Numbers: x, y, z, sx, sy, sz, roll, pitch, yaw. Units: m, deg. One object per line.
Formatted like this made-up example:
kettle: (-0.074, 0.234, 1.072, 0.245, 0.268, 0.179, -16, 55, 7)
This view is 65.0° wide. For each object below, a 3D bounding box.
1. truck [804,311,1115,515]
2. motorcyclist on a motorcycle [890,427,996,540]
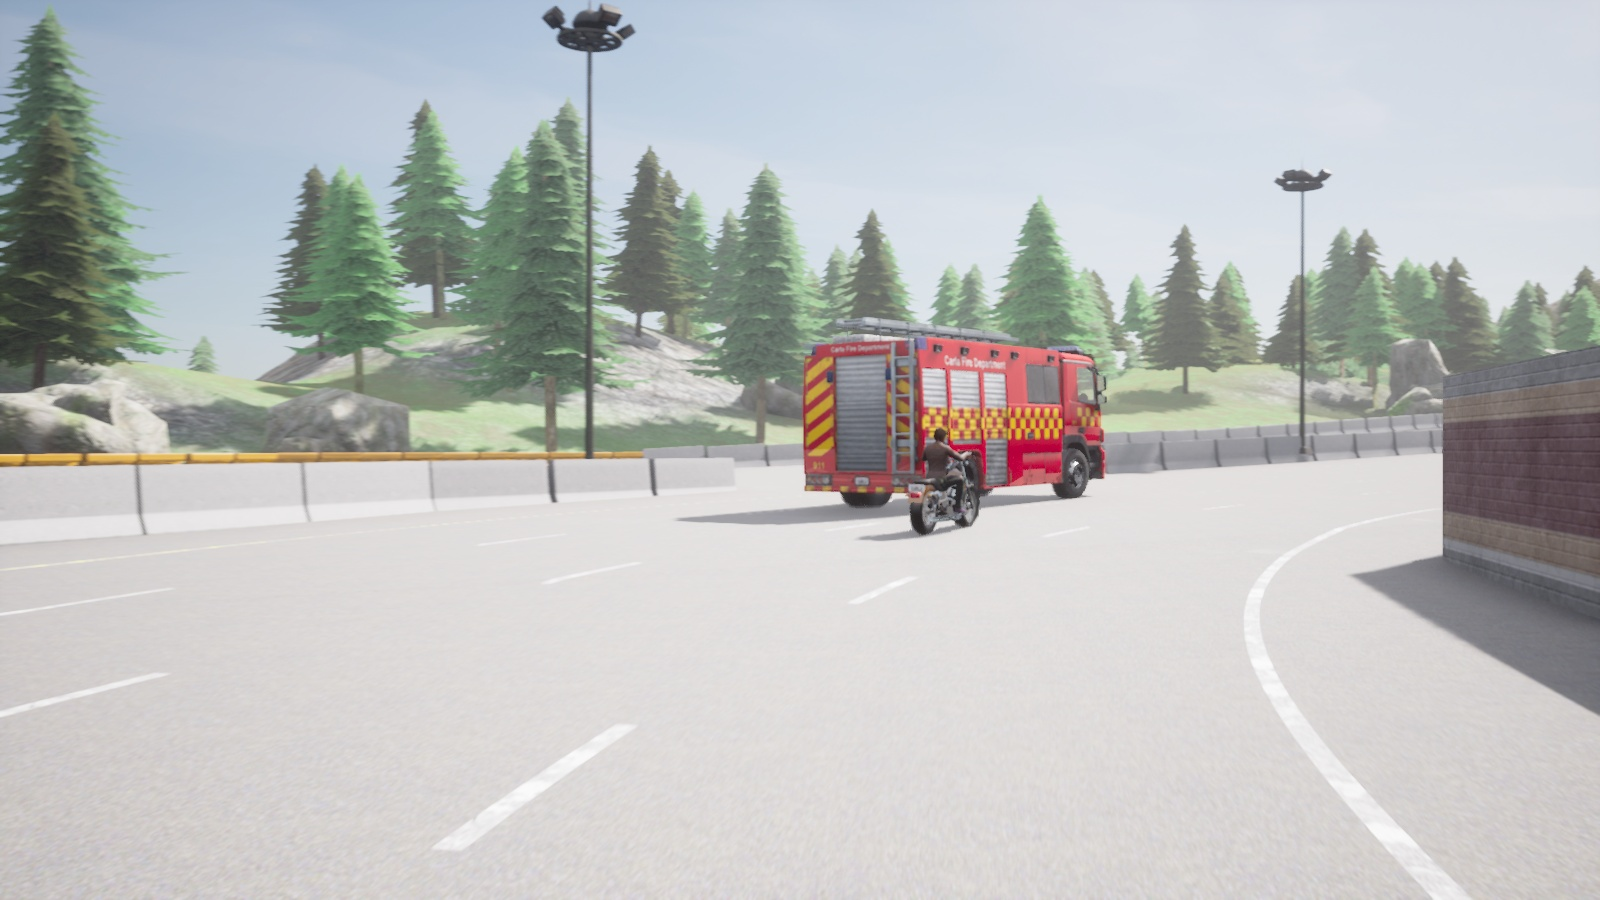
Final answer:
truck: (3.823, -0.745, 27.749, 2.891, 3.827, 8.468, 0, 1, 38)
motorcyclist on a motorcycle: (2.253, 0.477, 19.511, 0.766, 1.649, 2.350, 1, 1, 30)
